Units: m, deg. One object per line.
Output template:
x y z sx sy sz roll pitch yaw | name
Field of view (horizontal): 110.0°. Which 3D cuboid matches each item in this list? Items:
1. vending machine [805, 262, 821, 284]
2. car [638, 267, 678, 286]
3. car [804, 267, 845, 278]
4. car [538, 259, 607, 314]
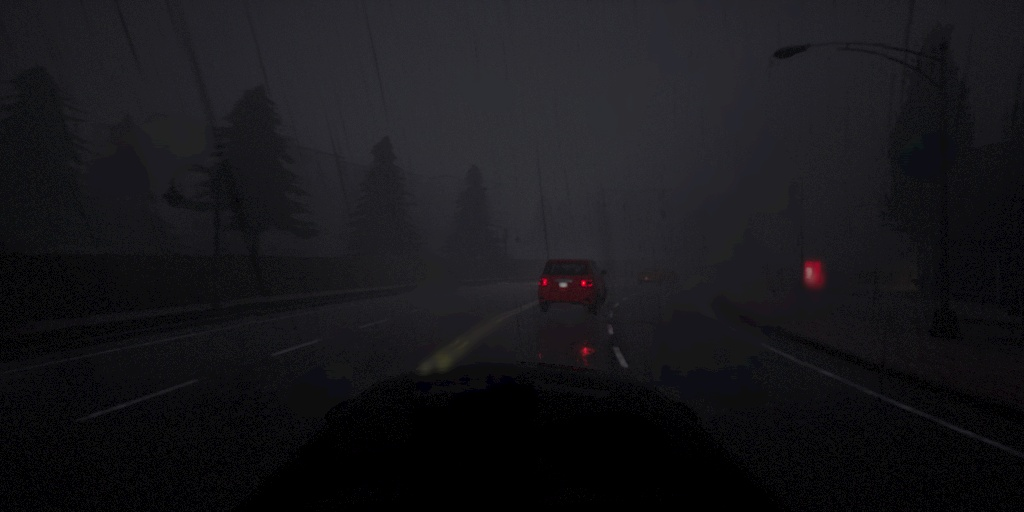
26.462 1.521 31.522 0.880 2.100 1.100 0 0 -28 | vending machine
12.451 1.662 30.477 1.882 1.535 5.008 0 -1 43 | car
42.040 2.214 47.935 4.181 1.385 1.994 1 -1 -12 | car
2.678 1.144 15.085 2.150 2.045 5.566 0 -1 19 | car
